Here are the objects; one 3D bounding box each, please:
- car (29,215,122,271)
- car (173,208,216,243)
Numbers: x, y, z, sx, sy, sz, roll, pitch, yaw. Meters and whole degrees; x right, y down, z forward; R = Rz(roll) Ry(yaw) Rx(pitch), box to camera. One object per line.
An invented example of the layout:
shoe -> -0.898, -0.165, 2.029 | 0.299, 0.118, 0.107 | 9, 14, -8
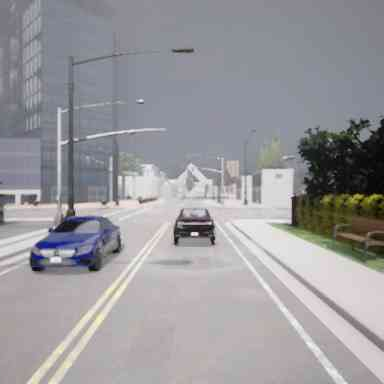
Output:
car -> -3.569, 1.531, 11.051 | 1.812, 1.442, 4.674 | 0, 0, 0
car -> 0.108, 1.498, 15.973 | 2.128, 1.511, 4.902 | 0, 0, 0
